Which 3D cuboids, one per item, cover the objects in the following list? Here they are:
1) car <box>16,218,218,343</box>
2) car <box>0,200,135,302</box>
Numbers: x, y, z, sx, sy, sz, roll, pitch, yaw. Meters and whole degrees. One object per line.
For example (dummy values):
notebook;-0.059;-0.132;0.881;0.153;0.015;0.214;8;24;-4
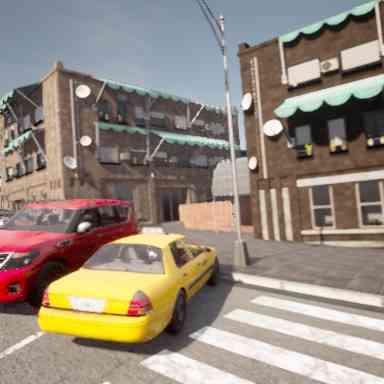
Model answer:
car;-0.691;1.487;6.830;1.946;1.575;5.366;0;-1;15
car;-3.213;1.238;8.373;2.435;2.045;5.566;1;-1;15
